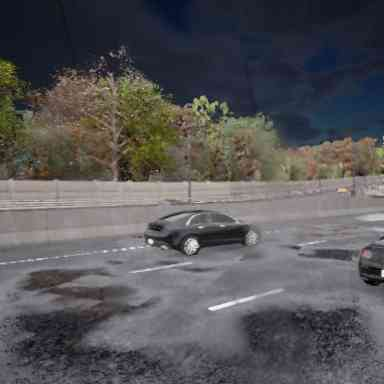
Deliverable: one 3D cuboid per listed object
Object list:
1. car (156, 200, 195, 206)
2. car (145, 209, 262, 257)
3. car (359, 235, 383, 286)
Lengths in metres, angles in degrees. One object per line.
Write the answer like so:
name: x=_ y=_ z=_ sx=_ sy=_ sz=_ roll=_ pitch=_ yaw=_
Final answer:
car: x=-1.572 y=1.387 z=24.324 sx=4.892 sy=1.490 sz=1.837 roll=0 pitch=0 yaw=-35
car: x=0.578 y=1.431 z=12.754 sx=4.892 sy=1.490 sz=1.837 roll=-1 pitch=0 yaw=-35
car: x=5.747 y=1.438 z=7.846 sx=4.674 sy=1.442 sz=1.812 roll=-1 pitch=0 yaw=-35
